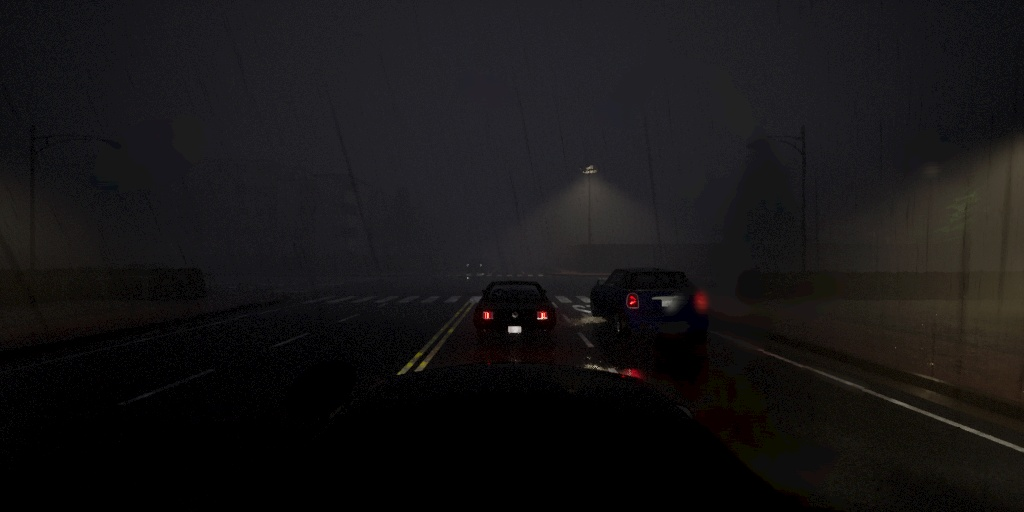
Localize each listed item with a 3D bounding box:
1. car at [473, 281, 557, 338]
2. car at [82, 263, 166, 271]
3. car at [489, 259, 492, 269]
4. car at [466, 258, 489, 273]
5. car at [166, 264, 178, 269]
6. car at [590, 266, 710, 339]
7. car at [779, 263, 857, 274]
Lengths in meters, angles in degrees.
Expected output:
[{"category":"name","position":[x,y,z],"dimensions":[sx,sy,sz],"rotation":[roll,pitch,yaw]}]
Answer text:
[{"category":"car","position":[0.063,1.351,10.206],"dimensions":[1.895,1.301,4.718],"rotation":[0,0,0]},{"category":"car","position":[-24.019,1.275,21.370],"dimensions":[4.674,1.442,1.812],"rotation":[0,0,0]},{"category":"car","position":[-4.252,1.085,55.135],"dimensions":[2.097,1.767,4.553],"rotation":[0,0,0]},{"category":"car","position":[-4.290,1.084,43.244],"dimensions":[2.097,1.767,4.553],"rotation":[0,0,1]},{"category":"car","position":[-24.866,1.254,24.870],"dimensions":[4.892,1.490,1.837],"rotation":[0,0,0]},{"category":"car","position":[3.632,1.102,10.302],"dimensions":[2.097,1.767,4.553],"rotation":[0,0,2]},{"category":"car","position":[24.209,1.297,28.425],"dimensions":[5.357,1.411,2.033],"rotation":[0,0,0]}]
